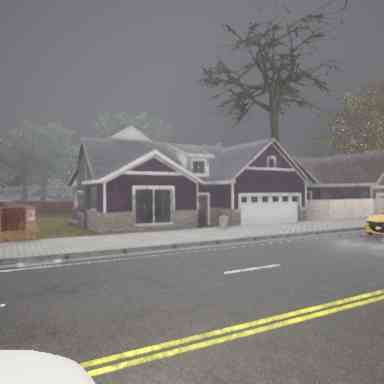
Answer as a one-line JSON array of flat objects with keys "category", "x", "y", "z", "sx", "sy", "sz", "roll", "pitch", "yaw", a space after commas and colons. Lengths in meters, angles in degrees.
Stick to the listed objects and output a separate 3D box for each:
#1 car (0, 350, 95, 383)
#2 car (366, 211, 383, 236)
[{"category": "car", "x": -2.761, "y": 1.529, "z": 1.452, "sx": 4.674, "sy": 1.442, "sz": 1.812, "roll": 0, "pitch": 0, "yaw": -29}, {"category": "car", "x": 10.753, "y": 1.366, "z": 16.488, "sx": 5.008, "sy": 1.535, "sz": 1.882, "roll": -1, "pitch": 0, "yaw": -29}]
